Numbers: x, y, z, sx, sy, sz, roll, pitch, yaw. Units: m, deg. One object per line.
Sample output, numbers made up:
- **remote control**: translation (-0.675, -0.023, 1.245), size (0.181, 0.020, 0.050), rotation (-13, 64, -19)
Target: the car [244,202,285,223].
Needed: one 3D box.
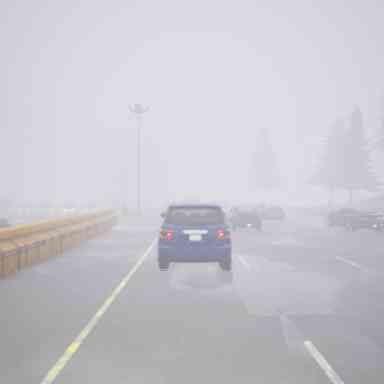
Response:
- **car**: translation (6.273, 1.743, 28.236), size (2.128, 1.511, 4.902), rotation (0, -1, -5)

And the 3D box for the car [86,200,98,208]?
- **car**: translation (-17.526, 2.119, 58.311), size (1.895, 1.301, 4.718), rotation (0, -1, -16)

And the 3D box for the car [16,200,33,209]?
- **car**: translation (-27.397, 2.049, 54.589), size (1.994, 1.385, 4.181), rotation (0, -1, -16)

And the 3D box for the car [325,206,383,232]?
- **car**: translation (10.283, 1.696, 21.333), size (1.837, 1.490, 4.892), rotation (0, -1, -3)

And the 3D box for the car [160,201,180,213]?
- **car**: translation (-3.058, 1.946, 44.676), size (2.033, 1.411, 5.357), rotation (0, -1, -12)

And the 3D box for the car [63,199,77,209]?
- **car**: translation (-20.520, 1.990, 56.001), size (2.128, 1.511, 4.902), rotation (0, -1, -16)

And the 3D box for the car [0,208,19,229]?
- **car**: translation (-10.674, 1.687, 15.642), size (2.033, 1.411, 5.357), rotation (0, -1, -1)

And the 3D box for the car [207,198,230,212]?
- **car**: translation (3.601, 1.766, 46.446), size (2.097, 1.767, 4.553), rotation (0, -1, -10)

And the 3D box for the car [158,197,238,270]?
- **car**: translation (0.055, 1.328, 11.570), size (2.150, 2.045, 5.566), rotation (0, 0, -1)

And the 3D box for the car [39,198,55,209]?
- **car**: translation (-23.823, 1.839, 54.802), size (2.097, 1.767, 4.553), rotation (0, -1, -16)

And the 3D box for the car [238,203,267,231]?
- **car**: translation (3.248, 1.704, 22.030), size (1.837, 1.490, 4.892), rotation (0, 0, -3)
